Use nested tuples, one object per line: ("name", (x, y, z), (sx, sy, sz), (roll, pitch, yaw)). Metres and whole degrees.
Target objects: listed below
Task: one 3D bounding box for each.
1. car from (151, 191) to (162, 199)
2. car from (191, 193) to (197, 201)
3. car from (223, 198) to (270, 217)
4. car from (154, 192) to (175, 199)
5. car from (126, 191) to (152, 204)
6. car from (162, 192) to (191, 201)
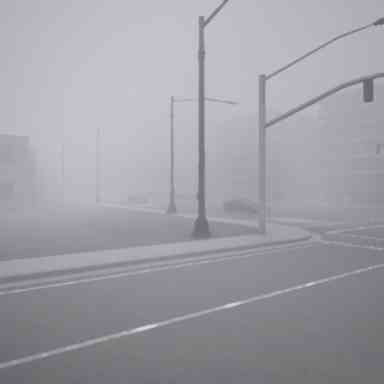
("car", (-8.713, 0.613, 68.724), (1.837, 1.490, 4.892), (0, 1, -34))
("car", (0.059, 0.843, 62.093), (2.128, 1.511, 4.902), (0, 1, -34))
("car", (4.846, 1.339, 30.101), (2.128, 1.511, 4.902), (0, 1, -34))
("car", (-5.823, 0.635, 70.699), (2.033, 1.411, 5.357), (0, 1, -34))
("car", (-8.163, 0.990, 49.168), (1.812, 1.442, 4.674), (0, 1, -34))
("car", (-2.830, 0.831, 60.117), (1.882, 1.535, 5.008), (0, 1, -34))
